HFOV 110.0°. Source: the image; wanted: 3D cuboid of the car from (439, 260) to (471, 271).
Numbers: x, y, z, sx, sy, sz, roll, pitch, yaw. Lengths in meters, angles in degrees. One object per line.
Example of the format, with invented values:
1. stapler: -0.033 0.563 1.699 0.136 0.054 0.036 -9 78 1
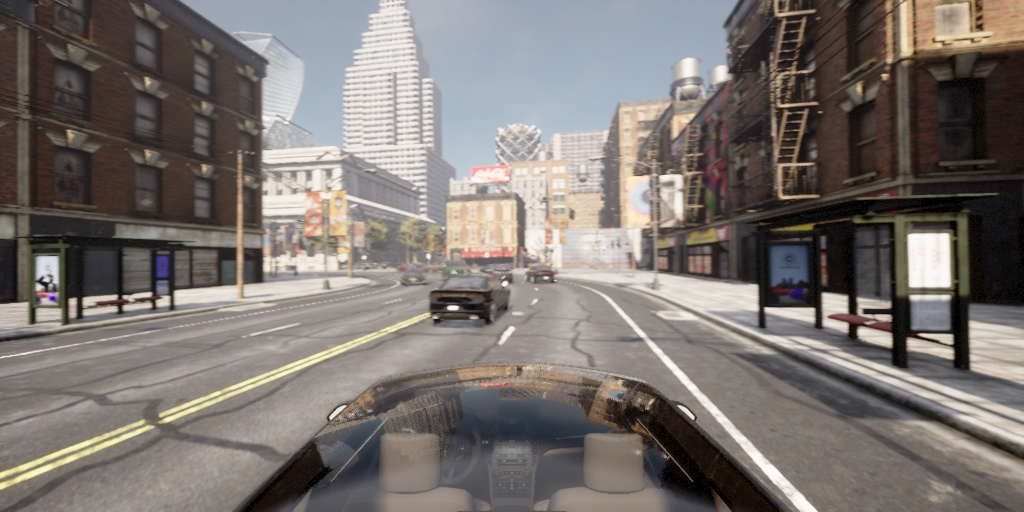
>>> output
1. car: -5.081 1.361 32.645 2.150 2.045 5.566 0 -1 -16

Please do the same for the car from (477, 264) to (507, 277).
1. car: -2.547 1.756 44.335 1.812 1.442 4.674 0 -1 -29

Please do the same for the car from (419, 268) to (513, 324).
1. car: -1.293 1.360 12.732 1.882 1.535 5.008 -1 -1 9

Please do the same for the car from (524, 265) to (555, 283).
1. car: 2.344 1.536 31.205 1.837 1.490 4.892 -1 0 -9

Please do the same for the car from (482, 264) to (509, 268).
1. car: -1.169 1.570 31.566 2.128 1.511 4.902 0 -1 -11

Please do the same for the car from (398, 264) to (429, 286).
1. car: -8.026 1.652 29.671 1.837 1.490 4.892 0 -1 -13
